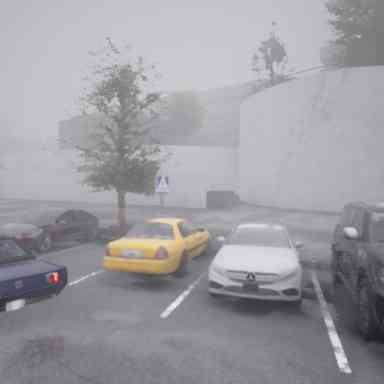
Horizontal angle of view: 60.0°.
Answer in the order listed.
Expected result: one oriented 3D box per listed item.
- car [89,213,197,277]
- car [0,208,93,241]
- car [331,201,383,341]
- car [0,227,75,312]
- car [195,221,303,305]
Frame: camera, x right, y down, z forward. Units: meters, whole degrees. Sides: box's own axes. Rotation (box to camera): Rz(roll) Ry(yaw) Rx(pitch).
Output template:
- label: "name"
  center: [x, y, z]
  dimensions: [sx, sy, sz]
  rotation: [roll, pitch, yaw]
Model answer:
- label: "car"
  center: [-0.714, 1.434, 10.206]
  dimensions: [1.946, 1.575, 5.366]
  rotation: [0, 0, 16]
- label: "car"
  center: [-5.651, 1.403, 13.486]
  dimensions: [2.163, 1.488, 4.792]
  rotation: [1, 0, 15]
- label: "car"
  center: [4.133, 1.237, 6.507]
  dimensions: [2.435, 2.045, 5.566]
  rotation: [1, 0, 16]
- label: "car"
  center: [-4.679, 1.530, 6.720]
  dimensions: [4.718, 1.301, 1.895]
  rotation: [1, 0, 35]
- label: "car"
  center: [1.689, 1.502, 8.285]
  dimensions: [2.002, 1.452, 4.674]
  rotation: [1, 0, 15]
